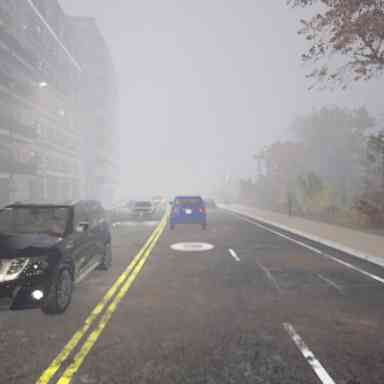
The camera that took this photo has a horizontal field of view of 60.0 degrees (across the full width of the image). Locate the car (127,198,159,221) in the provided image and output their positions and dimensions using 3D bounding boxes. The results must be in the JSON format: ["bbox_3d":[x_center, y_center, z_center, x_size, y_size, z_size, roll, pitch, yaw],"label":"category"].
[{"bbox_3d":[-3.960,1.480,27.348,1.837,1.490,4.892,0,0,-2],"label":"car"}]

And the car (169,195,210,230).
[{"bbox_3d":[-0.281,1.201,21.247,2.150,2.045,5.566,0,0,-2],"label":"car"}]

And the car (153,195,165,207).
[{"bbox_3d":[-5.139,1.296,49.832,2.097,1.767,4.553,0,0,-4],"label":"car"}]

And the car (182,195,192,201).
[{"bbox_3d":[-1.228,1.416,77.588,1.812,1.442,4.674,0,0,-7],"label":"car"}]

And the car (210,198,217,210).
[{"bbox_3d":[1.978,1.498,42.137,2.033,1.411,5.357,0,0,-3],"label":"car"}]

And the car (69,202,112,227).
[{"bbox_3d":[-7.068,1.508,23.641,1.812,1.442,4.674,0,0,-2],"label":"car"}]

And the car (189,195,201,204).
[{"bbox_3d":[0.487,1.399,61.552,1.882,1.535,5.008,0,0,-5],"label":"car"}]

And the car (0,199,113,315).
[{"bbox_3d":[-3.429,1.216,7.884,2.150,2.045,5.566,0,0,-1],"label":"car"}]

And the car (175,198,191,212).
[{"bbox_3d":[-1.125,1.482,39.624,1.812,1.442,4.674,0,0,-3],"label":"car"}]

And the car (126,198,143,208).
[{"bbox_3d":[-8.314,1.552,48.509,1.895,1.301,4.718,0,0,-4],"label":"car"}]
